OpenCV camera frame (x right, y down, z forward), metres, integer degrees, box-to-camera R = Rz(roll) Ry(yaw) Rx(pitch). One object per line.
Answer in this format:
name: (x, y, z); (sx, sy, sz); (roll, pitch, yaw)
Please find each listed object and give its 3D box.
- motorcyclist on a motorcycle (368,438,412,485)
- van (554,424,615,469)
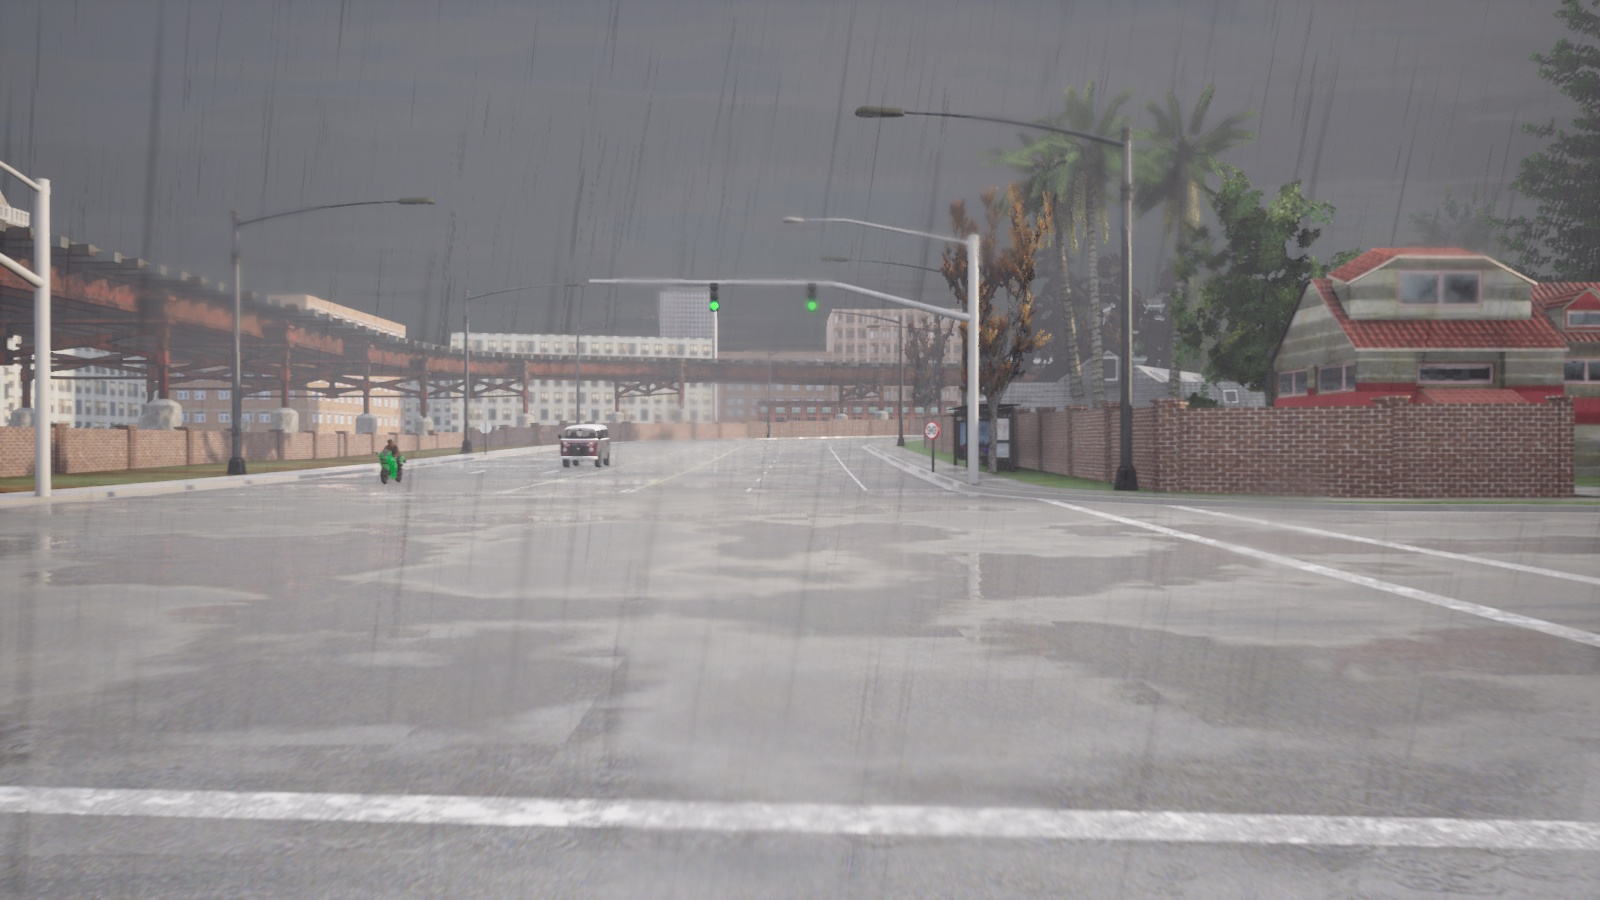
motorcyclist on a motorcycle: (-13.750, 0.361, 42.191); (0.797, 1.523, 2.044); (0, 1, 0)
van: (-10.153, -0.222, 59.486); (2.069, 2.038, 4.480); (0, 1, 0)
